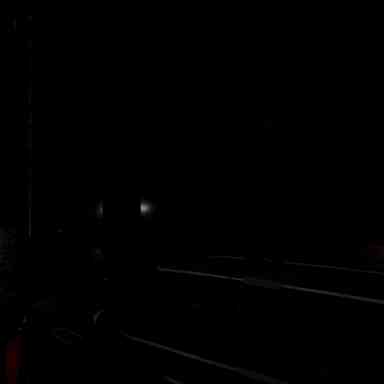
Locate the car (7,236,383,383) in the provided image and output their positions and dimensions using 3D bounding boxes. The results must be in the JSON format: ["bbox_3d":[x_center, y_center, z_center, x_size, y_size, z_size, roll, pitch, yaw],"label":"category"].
[{"bbox_3d":[0.572,1.315,2.666,5.009,1.841,2.192,0,0,35],"label":"car"}]
